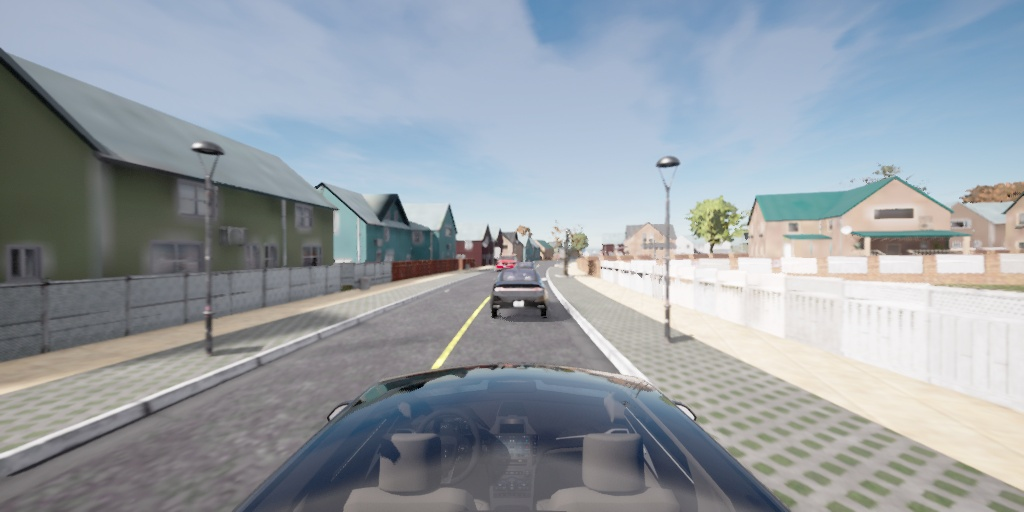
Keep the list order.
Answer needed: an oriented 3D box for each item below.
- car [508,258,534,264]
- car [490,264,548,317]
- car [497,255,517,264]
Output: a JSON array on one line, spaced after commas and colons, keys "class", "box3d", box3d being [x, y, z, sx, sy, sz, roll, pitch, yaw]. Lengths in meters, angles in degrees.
[{"class": "car", "box3d": [1.140, 1.167, 29.229, 2.128, 1.511, 4.902, 0, 0, 4]}, {"class": "car", "box3d": [0.280, 1.205, 13.001, 2.128, 1.511, 4.902, 0, 0, 2]}, {"class": "car", "box3d": [-0.497, 0.860, 42.955, 2.150, 2.045, 5.566, 0, 0, 7]}]
